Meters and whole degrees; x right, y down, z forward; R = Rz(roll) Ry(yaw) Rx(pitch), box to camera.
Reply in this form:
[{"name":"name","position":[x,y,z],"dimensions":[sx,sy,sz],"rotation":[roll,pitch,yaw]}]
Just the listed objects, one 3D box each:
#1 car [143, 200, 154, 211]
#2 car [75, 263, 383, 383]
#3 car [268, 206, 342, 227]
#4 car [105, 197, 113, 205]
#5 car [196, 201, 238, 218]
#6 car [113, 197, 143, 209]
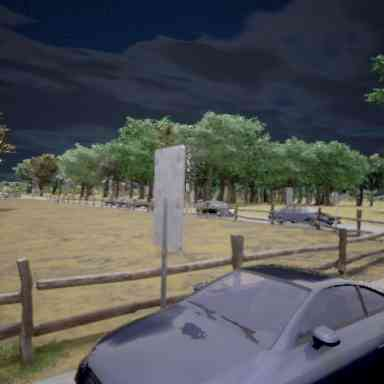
[{"name":"car","position":[-3.421,1.703,40.392],"dimensions":[2.033,1.411,5.357],"rotation":[2,-1,-35]},{"name":"car","position":[0.935,1.586,3.691],"dimensions":[4.181,1.385,1.994],"rotation":[1,0,-35]},{"name":"car","position":[8.035,1.711,24.307],"dimensions":[2.033,1.411,5.357],"rotation":[2,-1,-34]},{"name":"car","position":[-14.163,1.716,60.311],"dimensions":[2.128,1.511,4.902],"rotation":[2,-1,-36]},{"name":"car","position":[2.372,1.651,32.286],"dimensions":[2.128,1.511,4.902],"rotation":[2,-1,-36]},{"name":"car","position":[-9.463,1.657,48.913],"dimensions":[1.837,1.490,4.892],"rotation":[2,-2,-35]}]
